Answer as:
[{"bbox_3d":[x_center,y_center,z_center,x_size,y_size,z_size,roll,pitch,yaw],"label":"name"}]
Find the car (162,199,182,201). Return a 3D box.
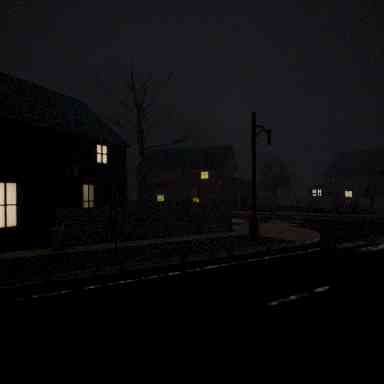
[{"bbox_3d":[-1.178,1.364,25.709,4.892,1.490,1.837,0,1,22],"label":"car"}]
